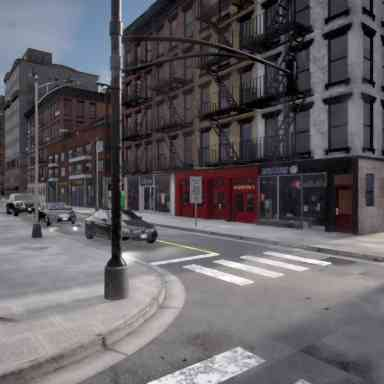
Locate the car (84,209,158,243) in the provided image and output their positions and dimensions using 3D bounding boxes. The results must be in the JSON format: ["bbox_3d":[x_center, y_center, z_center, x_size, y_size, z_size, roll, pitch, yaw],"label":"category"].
[{"bbox_3d":[-3.408,1.508,15.225,1.812,1.442,4.674,0,0,-39],"label":"car"}]

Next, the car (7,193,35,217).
[{"bbox_3d":[-16.029,1.168,31.607,2.150,2.045,5.566,0,0,-37],"label":"car"}]

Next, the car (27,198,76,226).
[{"bbox_3d":[-9.676,1.457,23.342,2.128,1.511,4.902,0,0,-38],"label":"car"}]
